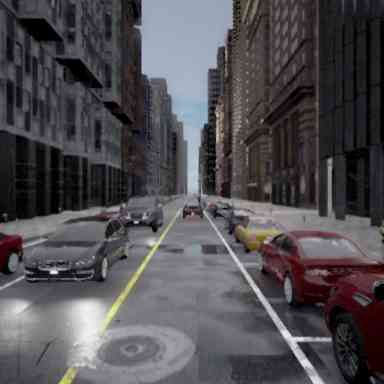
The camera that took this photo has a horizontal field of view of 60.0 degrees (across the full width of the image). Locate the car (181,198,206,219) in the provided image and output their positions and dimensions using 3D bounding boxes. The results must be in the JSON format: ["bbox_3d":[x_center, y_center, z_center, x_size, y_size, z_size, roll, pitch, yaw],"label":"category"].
[{"bbox_3d":[0.080,1.598,30.633,1.837,1.490,4.892,0,0,0],"label":"car"}]

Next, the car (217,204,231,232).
[{"bbox_3d":[2.749,1.607,19.137,2.008,1.369,4.403,0,0,0],"label":"car"}]

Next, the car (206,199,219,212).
[{"bbox_3d":[2.737,1.690,35.942,1.802,1.307,4.206,0,0,0],"label":"car"}]

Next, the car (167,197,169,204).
[{"bbox_3d":[-5.804,1.499,58.329,2.192,1.841,5.009,0,0,0],"label":"car"}]

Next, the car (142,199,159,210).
[{"bbox_3d":[-5.795,1.672,46.954,1.752,1.417,4.829,0,0,0],"label":"car"}]

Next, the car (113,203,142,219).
[{"bbox_3d":[-5.784,1.676,30.317,1.802,1.307,4.206,0,0,0],"label":"car"}]

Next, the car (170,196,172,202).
[{"bbox_3d":[-5.811,1.662,69.532,1.967,1.590,4.097,0,0,0],"label":"car"}]

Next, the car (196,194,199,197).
[{"bbox_3d":[2.706,1.573,80.756,2.192,1.841,5.009,0,0,0],"label":"car"}]

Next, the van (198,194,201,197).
[{"bbox_3d":[2.713,1.559,69.553,1.690,1.788,3.998,0,0,0],"label":"van"}]

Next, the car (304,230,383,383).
[{"bbox_3d":[2.759,1.321,2.332,2.192,1.841,5.009,0,0,0],"label":"car"}]

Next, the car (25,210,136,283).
[{"bbox_3d":[-3.096,1.534,9.899,1.837,1.490,4.892,0,0,0],"label":"car"}]

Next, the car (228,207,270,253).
[{"bbox_3d":[2.752,1.565,13.705,1.752,1.417,4.829,0,0,0],"label":"car"}]

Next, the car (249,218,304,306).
[{"bbox_3d":[2.756,1.567,7.933,1.887,1.381,4.507,0,0,0],"label":"car"}]

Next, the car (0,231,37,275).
[{"bbox_3d":[-5.769,1.571,7.910,1.887,1.381,4.507,0,0,0],"label":"car"}]

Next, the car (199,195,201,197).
[{"bbox_3d":[2.718,1.725,64.121,1.752,1.417,4.829,0,0,0],"label":"car"}]

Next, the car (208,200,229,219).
[{"bbox_3d":[2.741,1.656,30.340,1.947,1.339,4.313,0,0,0],"label":"car"}]

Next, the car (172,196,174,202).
[{"bbox_3d":[-5.815,1.792,75.135,2.008,1.369,4.403,0,0,0],"label":"car"}]

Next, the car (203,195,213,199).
[{"bbox_3d":[2.733,1.566,41.543,1.967,1.590,4.097,0,0,0],"label":"car"}]

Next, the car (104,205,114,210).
[{"bbox_3d":[-5.780,1.659,24.716,1.802,1.307,4.206,0,0,0],"label":"car"}]

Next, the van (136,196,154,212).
[{"bbox_3d":[-5.792,1.471,41.523,1.690,1.788,3.998,0,0,0],"label":"van"}]

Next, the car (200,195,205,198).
[{"bbox_3d":[2.725,1.602,52.747,1.967,1.590,4.097,0,0,0],"label":"car"}]

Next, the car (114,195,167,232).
[{"bbox_3d":[-3.013,1.287,20.787,2.150,2.045,5.566,0,0,0],"label":"car"}]

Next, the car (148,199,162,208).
[{"bbox_3d":[-5.799,1.748,52.726,1.802,1.307,4.206,0,0,0],"label":"car"}]
